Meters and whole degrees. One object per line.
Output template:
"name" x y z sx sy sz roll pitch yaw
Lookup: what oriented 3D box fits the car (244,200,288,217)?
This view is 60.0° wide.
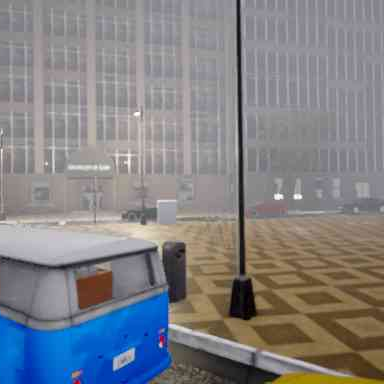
"car" 6.154 1.423 28.807 4.181 1.385 1.994 -1 -1 -14

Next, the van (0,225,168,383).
"van" -2.158 1.379 4.267 3.998 1.788 1.690 -1 -1 35

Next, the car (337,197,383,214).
"car" 16.015 1.236 31.236 4.892 1.490 1.837 -1 -1 -14

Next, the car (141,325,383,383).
"car" 2.210 1.514 1.151 4.829 1.417 1.752 -1 -1 35

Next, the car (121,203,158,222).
"car" -3.563 1.556 26.395 4.181 1.385 1.994 -1 0 -14
